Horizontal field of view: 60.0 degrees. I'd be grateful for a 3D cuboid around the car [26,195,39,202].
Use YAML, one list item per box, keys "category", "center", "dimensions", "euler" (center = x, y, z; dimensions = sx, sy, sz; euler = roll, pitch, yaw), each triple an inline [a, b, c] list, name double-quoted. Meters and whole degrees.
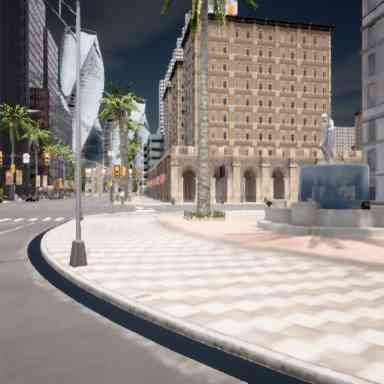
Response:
- category: "car"
  center: [-35.798, 1.484, 74.754]
  dimensions: [2.161, 1.482, 4.786]
  euler: [0, 0, -11]
